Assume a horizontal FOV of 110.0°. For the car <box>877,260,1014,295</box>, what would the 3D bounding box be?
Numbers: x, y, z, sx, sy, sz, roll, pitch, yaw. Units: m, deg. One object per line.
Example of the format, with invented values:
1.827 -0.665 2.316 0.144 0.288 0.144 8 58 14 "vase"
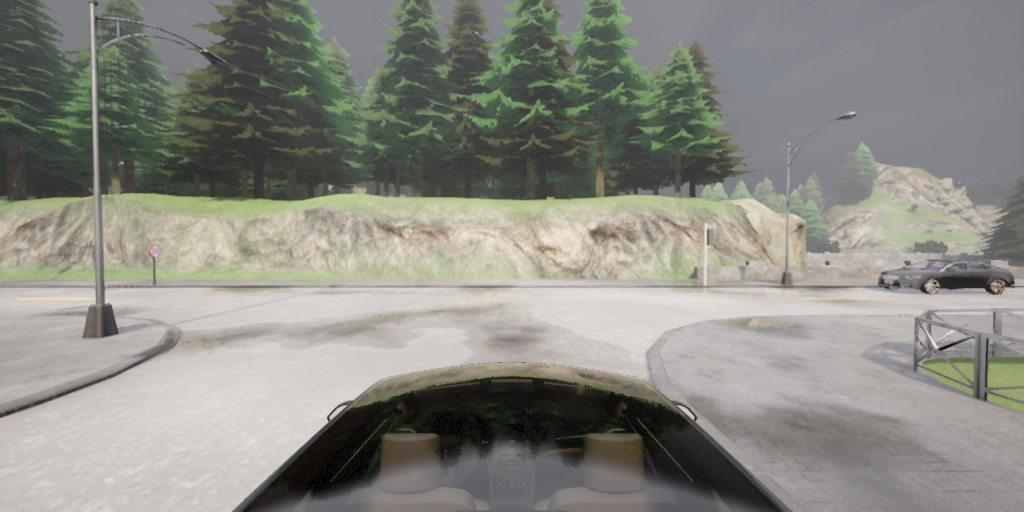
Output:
19.784 0.916 16.494 4.902 1.511 2.128 0 1 0 "car"
